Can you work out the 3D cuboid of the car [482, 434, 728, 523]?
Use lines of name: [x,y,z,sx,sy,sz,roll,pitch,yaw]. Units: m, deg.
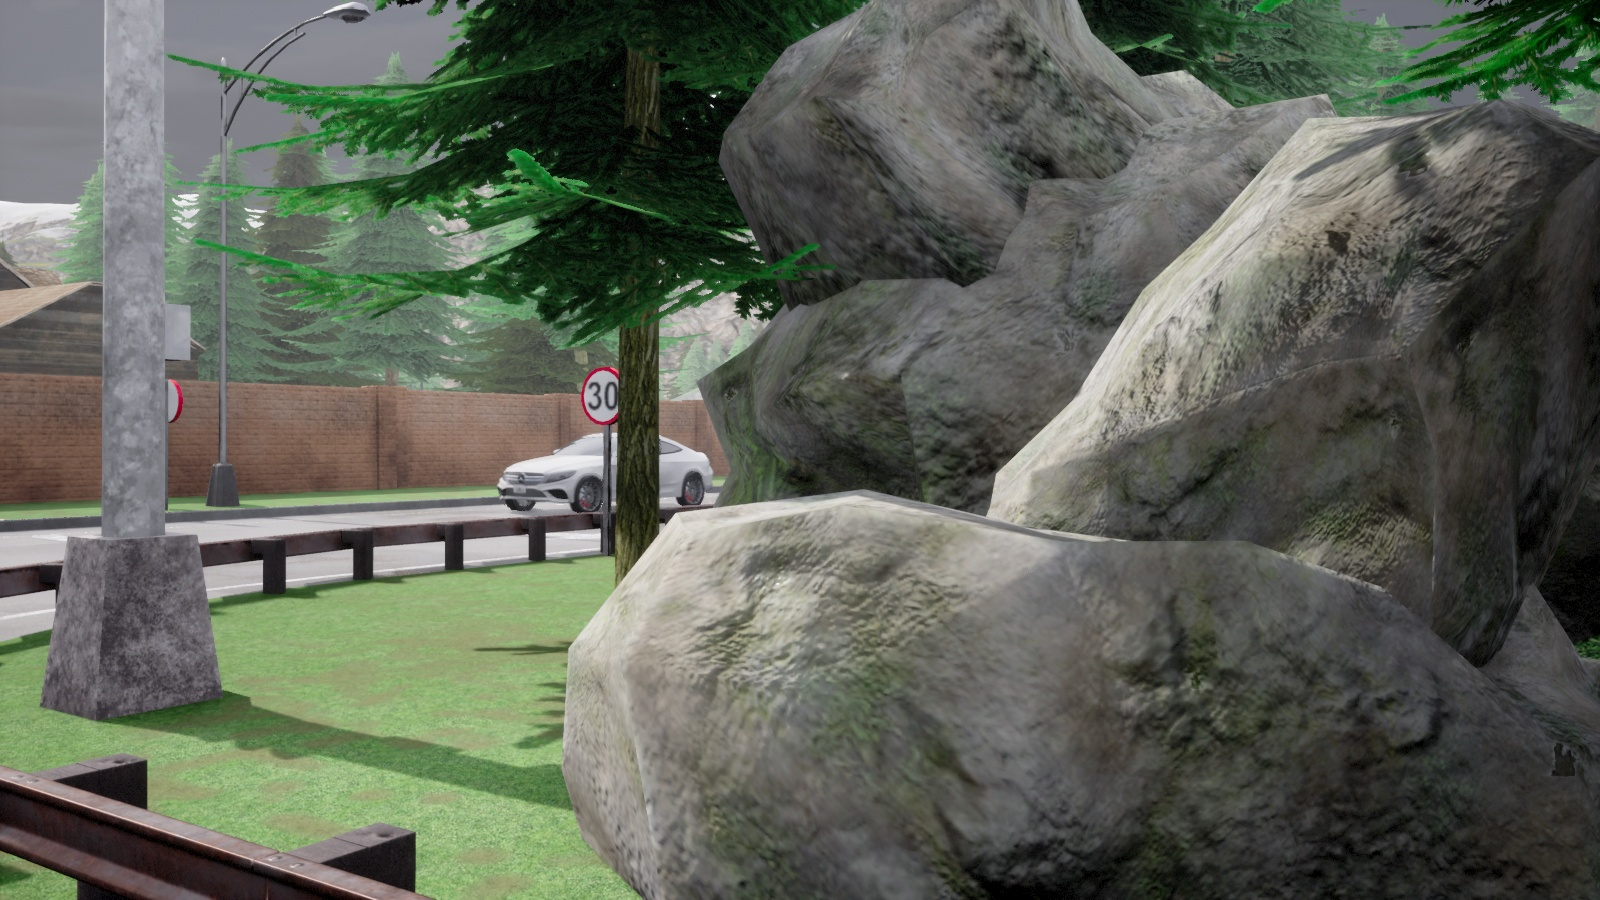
car: [-3.497,0.454,23.433,1.812,1.442,4.674,0,1,34]
